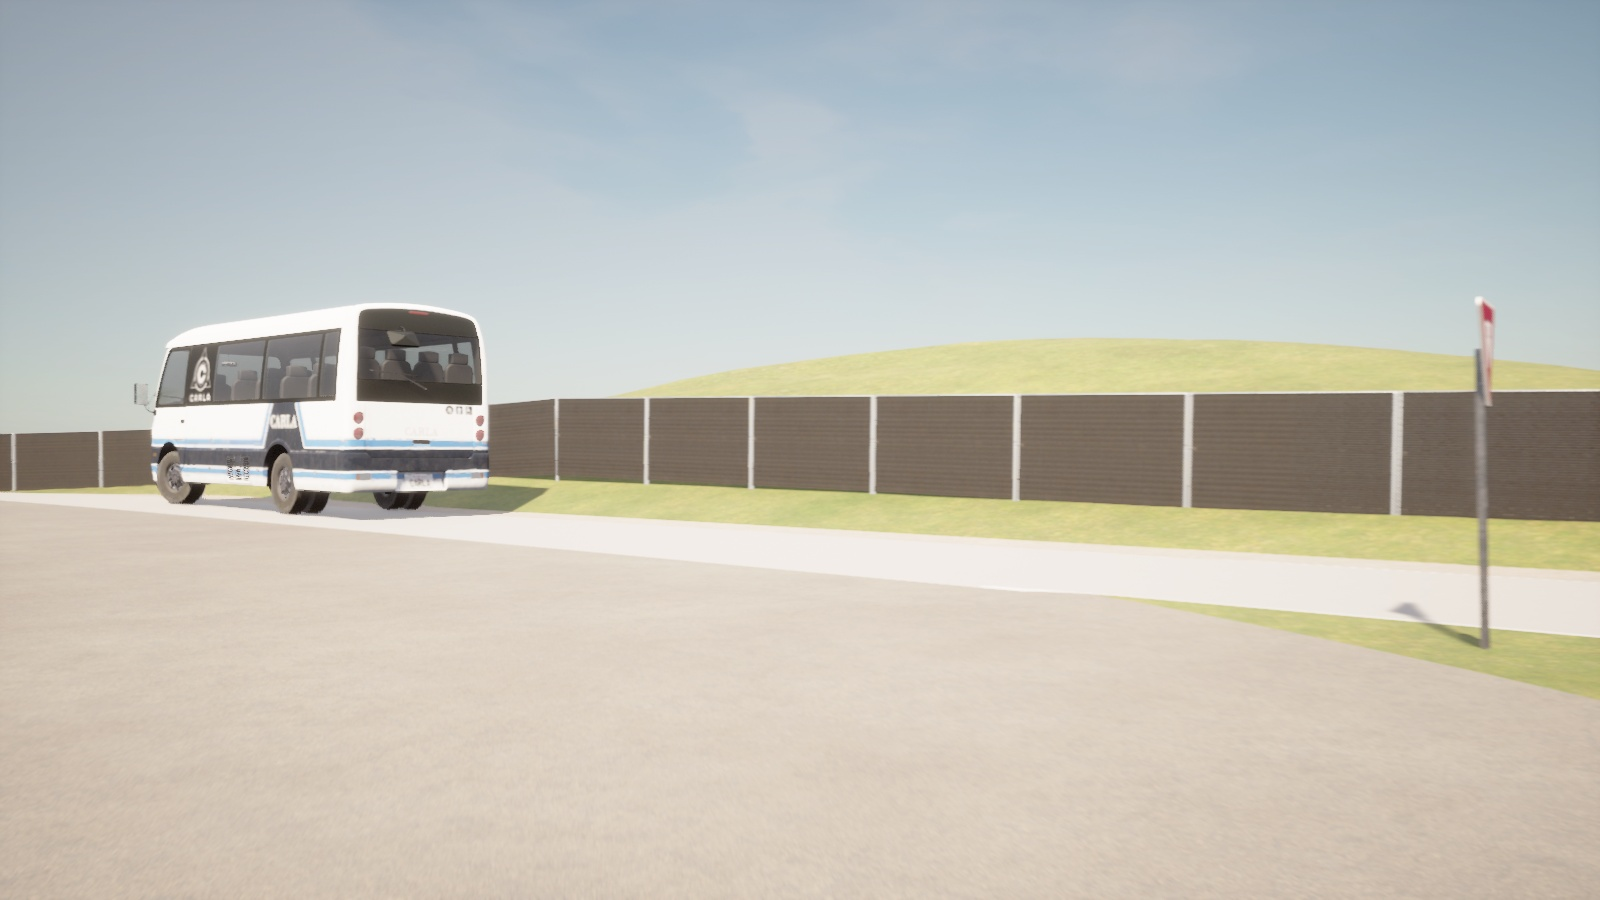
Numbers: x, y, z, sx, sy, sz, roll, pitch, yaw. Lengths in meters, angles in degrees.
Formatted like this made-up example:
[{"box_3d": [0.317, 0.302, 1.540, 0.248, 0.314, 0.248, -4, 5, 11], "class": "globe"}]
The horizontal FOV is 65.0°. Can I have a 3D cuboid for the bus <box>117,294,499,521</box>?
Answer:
[{"box_3d": [-11.482, -0.836, 28.497, 10.273, 4.253, 3.944, 1, 0, 43], "class": "bus"}]
